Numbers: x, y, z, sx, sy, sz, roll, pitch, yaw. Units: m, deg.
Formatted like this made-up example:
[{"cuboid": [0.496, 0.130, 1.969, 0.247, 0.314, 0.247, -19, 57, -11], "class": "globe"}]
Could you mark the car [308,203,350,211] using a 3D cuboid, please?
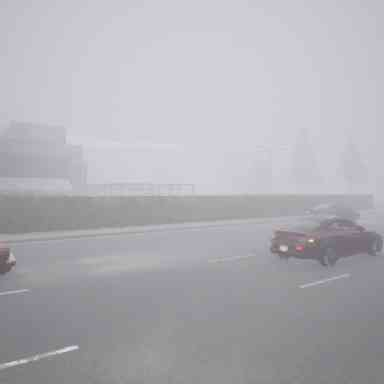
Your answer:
[{"cuboid": [10.070, 1.526, 23.820, 4.674, 1.442, 1.812, 0, 0, -36], "class": "car"}]

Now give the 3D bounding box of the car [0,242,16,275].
[{"cuboid": [-6.704, 1.601, 7.564, 4.718, 1.301, 1.895, 0, 0, -35], "class": "car"}]

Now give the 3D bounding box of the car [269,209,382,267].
[{"cuboid": [4.621, 1.526, 11.348, 4.674, 1.442, 1.812, 0, 0, -36], "class": "car"}]
